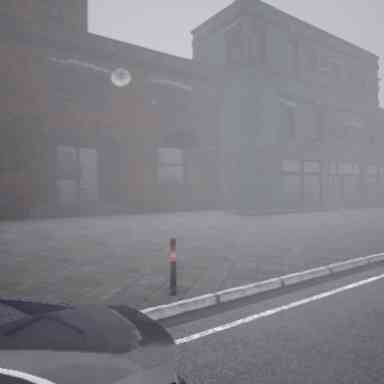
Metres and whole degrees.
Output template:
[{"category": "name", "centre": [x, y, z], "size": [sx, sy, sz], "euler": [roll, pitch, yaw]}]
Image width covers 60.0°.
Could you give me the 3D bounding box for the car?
[{"category": "car", "centre": [-2.285, 1.493, 1.625], "size": [4.902, 1.511, 2.128], "euler": [0, 0, -36]}]
